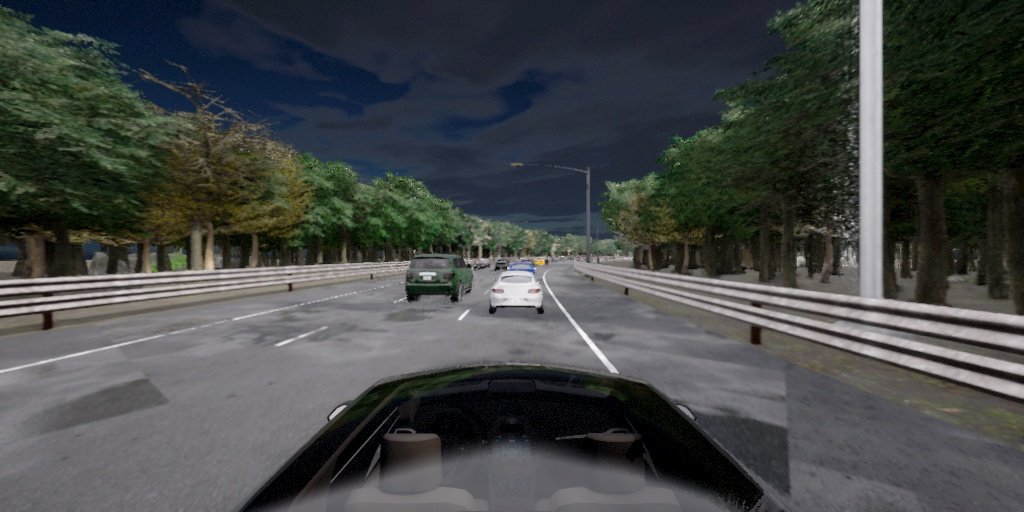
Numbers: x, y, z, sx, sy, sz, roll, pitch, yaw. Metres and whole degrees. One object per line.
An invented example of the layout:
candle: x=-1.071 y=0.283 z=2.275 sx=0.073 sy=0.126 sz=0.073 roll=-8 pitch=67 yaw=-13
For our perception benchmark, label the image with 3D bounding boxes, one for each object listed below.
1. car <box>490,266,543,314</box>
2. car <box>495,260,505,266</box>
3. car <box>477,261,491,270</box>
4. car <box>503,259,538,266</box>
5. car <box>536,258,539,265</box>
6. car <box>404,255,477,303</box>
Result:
car: x=0.190 y=1.271 z=13.706 sx=1.812 sy=1.442 sz=4.674 roll=0 pitch=0 yaw=2
car: x=-1.071 y=1.224 z=47.005 sx=1.837 sy=1.490 sz=4.892 roll=0 pitch=0 yaw=6
car: x=-4.250 y=1.313 z=51.220 sx=1.895 sy=1.301 sz=4.718 roll=0 pitch=0 yaw=7
car: x=0.669 y=1.216 z=25.187 sx=1.882 sy=1.535 sz=5.008 roll=0 pitch=0 yaw=3
car: x=1.793 y=1.234 z=40.878 sx=1.837 sy=1.490 sz=4.892 roll=0 pitch=0 yaw=5
car: x=-3.203 y=0.957 z=16.733 sx=2.150 sy=2.045 sz=5.566 roll=0 pitch=0 yaw=2
